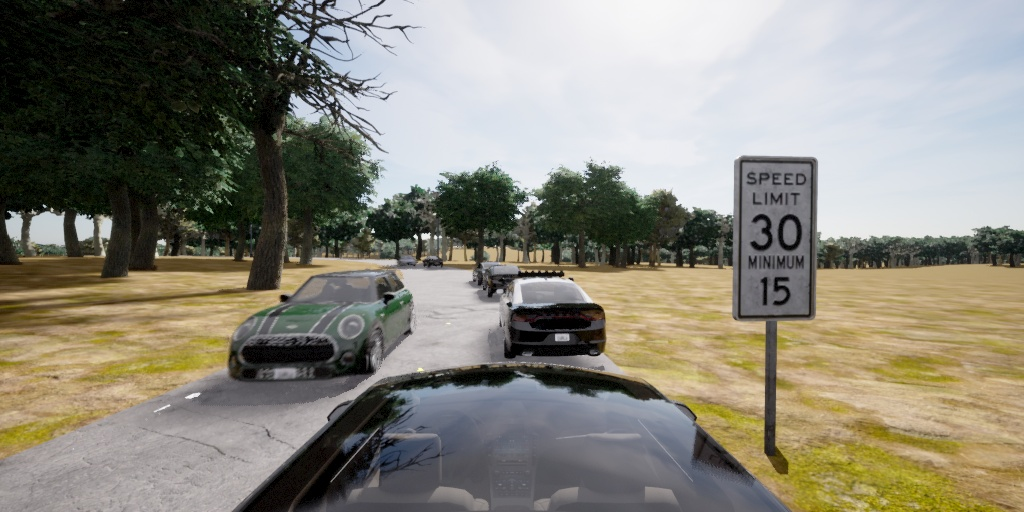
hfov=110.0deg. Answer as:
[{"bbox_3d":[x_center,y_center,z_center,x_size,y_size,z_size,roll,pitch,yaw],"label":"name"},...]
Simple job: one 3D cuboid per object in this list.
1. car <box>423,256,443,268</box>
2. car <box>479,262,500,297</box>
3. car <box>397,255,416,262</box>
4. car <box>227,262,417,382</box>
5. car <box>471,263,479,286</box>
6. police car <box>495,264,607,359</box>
[{"bbox_3d":[-10.589,0.703,47.799,1.882,1.535,5.008,0,1,-25],"label":"car"},{"bbox_3d":[-0.473,1.174,18.666,1.882,1.535,5.008,0,1,-9],"label":"car"},{"bbox_3d":[-13.934,0.792,47.537,1.994,1.385,4.181,0,1,-26],"label":"car"},{"bbox_3d":[-3.420,1.103,7.413,2.097,1.767,4.553,0,0,-4],"label":"car"},{"bbox_3d":[-1.615,1.143,24.689,1.837,1.490,4.892,0,1,-12],"label":"car"},{"bbox_3d":[0.675,1.167,8.627,1.930,1.638,5.238,0,0,-4],"label":"police car"}]
